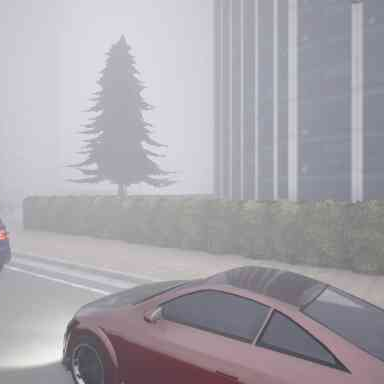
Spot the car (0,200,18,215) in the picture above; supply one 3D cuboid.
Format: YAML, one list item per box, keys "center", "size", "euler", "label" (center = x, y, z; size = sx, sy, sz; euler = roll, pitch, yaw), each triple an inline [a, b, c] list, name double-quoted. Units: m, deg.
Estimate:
- center: [-20.361, 1.560, 33.239]
  size: [1.837, 1.490, 4.892]
  euler: [0, 0, 35]
  label: "car"

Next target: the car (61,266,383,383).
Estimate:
- center: [0.457, 1.564, 3.667]
  size: [4.181, 1.385, 1.994]
  euler: [0, 0, 35]
  label: "car"

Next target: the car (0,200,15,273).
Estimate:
- center: [-7.153, 1.221, 9.060]
  size: [5.566, 2.045, 2.150]
  euler: [0, 0, 35]
  label: "car"
